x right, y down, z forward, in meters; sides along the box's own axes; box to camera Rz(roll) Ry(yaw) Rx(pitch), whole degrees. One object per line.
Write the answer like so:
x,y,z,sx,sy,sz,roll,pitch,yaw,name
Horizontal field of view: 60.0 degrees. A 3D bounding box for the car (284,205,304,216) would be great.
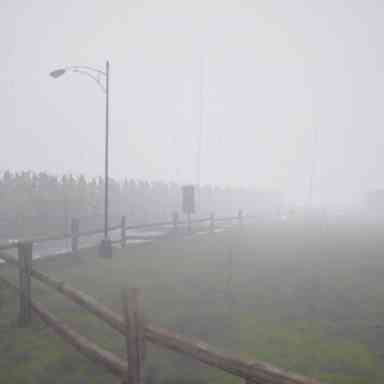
15.193,2.653,49.155,1.882,1.535,5.008,-1,-2,36,car
